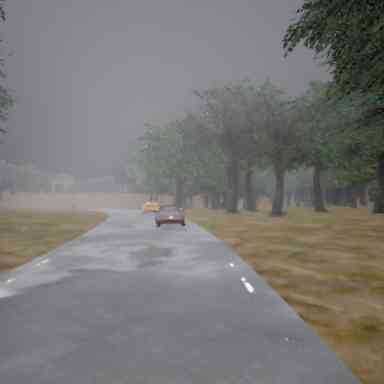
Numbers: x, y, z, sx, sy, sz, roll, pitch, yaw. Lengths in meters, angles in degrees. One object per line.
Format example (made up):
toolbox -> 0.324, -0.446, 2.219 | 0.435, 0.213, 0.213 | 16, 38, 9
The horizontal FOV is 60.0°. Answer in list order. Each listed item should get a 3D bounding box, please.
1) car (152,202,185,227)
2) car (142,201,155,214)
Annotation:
car -> -1.642, 1.655, 23.958 | 1.994, 1.385, 4.181 | -1, -1, -8
car -> -5.399, 1.967, 43.108 | 1.882, 1.535, 5.008 | -1, -2, -14
